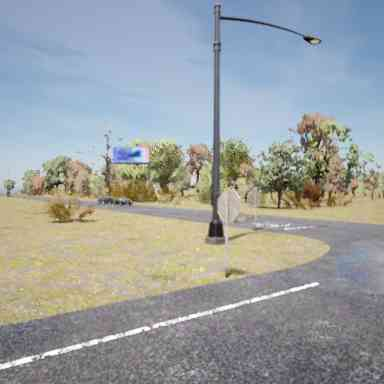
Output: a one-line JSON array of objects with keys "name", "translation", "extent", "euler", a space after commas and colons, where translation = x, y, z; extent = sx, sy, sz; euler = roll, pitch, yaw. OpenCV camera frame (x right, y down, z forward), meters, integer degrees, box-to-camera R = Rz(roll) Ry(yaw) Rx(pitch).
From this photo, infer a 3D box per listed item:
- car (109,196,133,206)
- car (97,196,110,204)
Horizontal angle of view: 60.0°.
[{"name": "car", "translation": [-11.389, 1.570, 54.451], "extent": [1.895, 1.301, 4.718], "euler": [0, 0, -33]}, {"name": "car", "translation": [-15.914, 1.460, 61.171], "extent": [1.837, 1.490, 4.892], "euler": [0, 0, -34]}]
